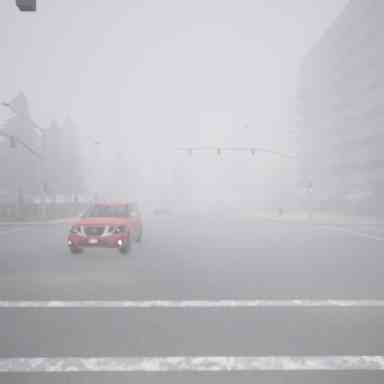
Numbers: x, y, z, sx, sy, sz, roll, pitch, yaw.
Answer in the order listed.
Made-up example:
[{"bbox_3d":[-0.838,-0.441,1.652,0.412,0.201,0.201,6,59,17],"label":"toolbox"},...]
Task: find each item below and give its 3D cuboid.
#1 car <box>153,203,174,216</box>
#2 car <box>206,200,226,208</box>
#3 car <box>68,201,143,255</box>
[{"bbox_3d":[-3.324,2.005,39.334,1.812,1.442,4.674,0,-1,3],"label":"car"},{"bbox_3d":[4.554,2.241,62.875,2.128,1.511,4.902,-1,-1,35],"label":"car"},{"bbox_3d":[-3.507,1.424,14.581,2.150,2.045,5.566,0,-1,0],"label":"car"}]
